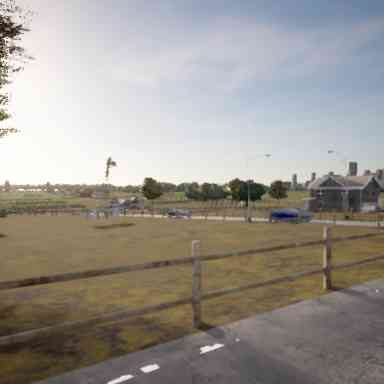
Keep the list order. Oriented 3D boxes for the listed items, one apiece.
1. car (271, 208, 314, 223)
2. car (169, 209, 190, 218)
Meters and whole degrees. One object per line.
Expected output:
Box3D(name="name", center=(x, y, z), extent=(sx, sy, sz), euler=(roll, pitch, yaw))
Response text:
Box3D(name="car", center=(10.883, 2.497, 36.424), extent=(1.882, 1.535, 5.008), euler=(0, -2, -36))
Box3D(name="car", center=(-2.124, 3.473, 54.686), extent=(1.812, 1.442, 4.674), euler=(0, -3, -35))
